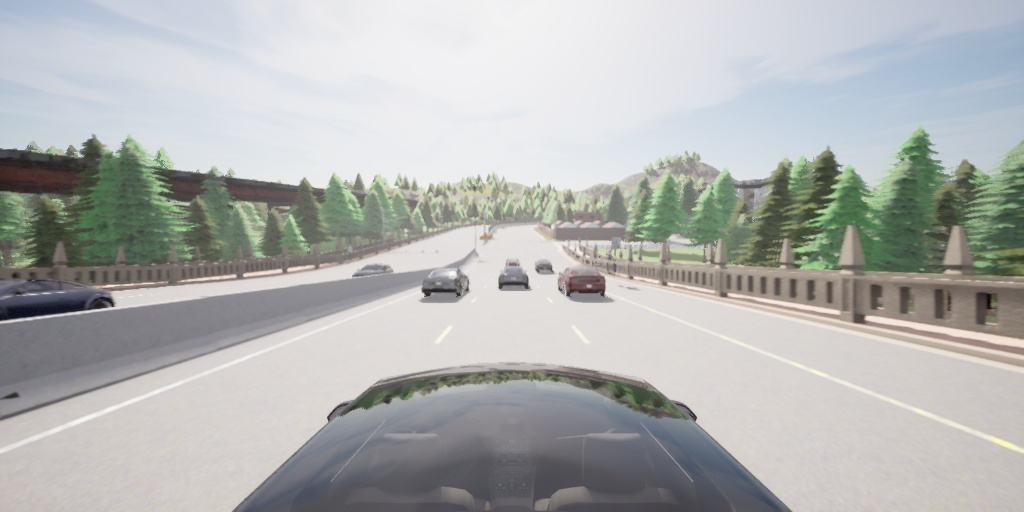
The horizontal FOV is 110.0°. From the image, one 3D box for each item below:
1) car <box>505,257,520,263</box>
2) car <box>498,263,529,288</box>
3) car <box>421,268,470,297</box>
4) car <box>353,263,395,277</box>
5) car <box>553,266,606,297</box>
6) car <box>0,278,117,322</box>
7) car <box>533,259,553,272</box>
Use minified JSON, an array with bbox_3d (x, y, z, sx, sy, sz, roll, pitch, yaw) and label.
[{"bbox_3d":[0.100,0.840,45.909,1.895,1.301,4.718,0,4,0],"label":"car"},{"bbox_3d":[0.103,1.373,24.235,1.994,1.385,4.181,0,0,0],"label":"car"},{"bbox_3d":[-3.398,1.343,19.137,2.033,1.411,5.357,0,0,0],"label":"car"},{"bbox_3d":[-10.507,1.325,27.583,1.837,1.490,4.892,0,-1,0],"label":"car"},{"bbox_3d":[3.603,1.274,19.223,1.882,1.535,5.008,0,0,0],"label":"car"},{"bbox_3d":[-14.086,1.337,10.073,1.994,1.385,4.181,0,0,0],"label":"car"},{"bbox_3d":[3.605,1.050,41.149,1.812,1.442,4.674,0,3,0],"label":"car"}]
